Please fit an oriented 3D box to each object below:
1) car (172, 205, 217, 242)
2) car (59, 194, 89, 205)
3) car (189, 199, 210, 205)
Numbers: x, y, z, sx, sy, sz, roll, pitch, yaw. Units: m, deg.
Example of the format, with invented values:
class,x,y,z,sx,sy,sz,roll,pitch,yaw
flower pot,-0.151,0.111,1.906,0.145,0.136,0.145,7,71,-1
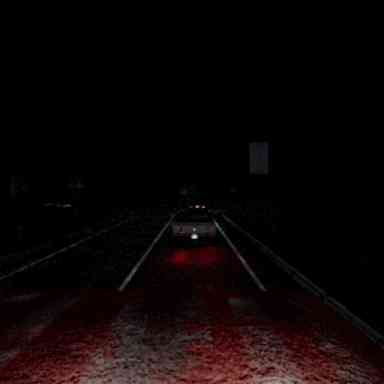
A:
class,x,y,z,sx,sy,sz,roll,pitch,yaw
car,0.105,1.529,15.768,1.895,1.301,4.718,0,0,0
car,-18.198,1.093,51.470,1.882,1.535,5.008,2,2,29
car,0.687,1.392,32.338,2.033,1.411,5.357,0,0,5
